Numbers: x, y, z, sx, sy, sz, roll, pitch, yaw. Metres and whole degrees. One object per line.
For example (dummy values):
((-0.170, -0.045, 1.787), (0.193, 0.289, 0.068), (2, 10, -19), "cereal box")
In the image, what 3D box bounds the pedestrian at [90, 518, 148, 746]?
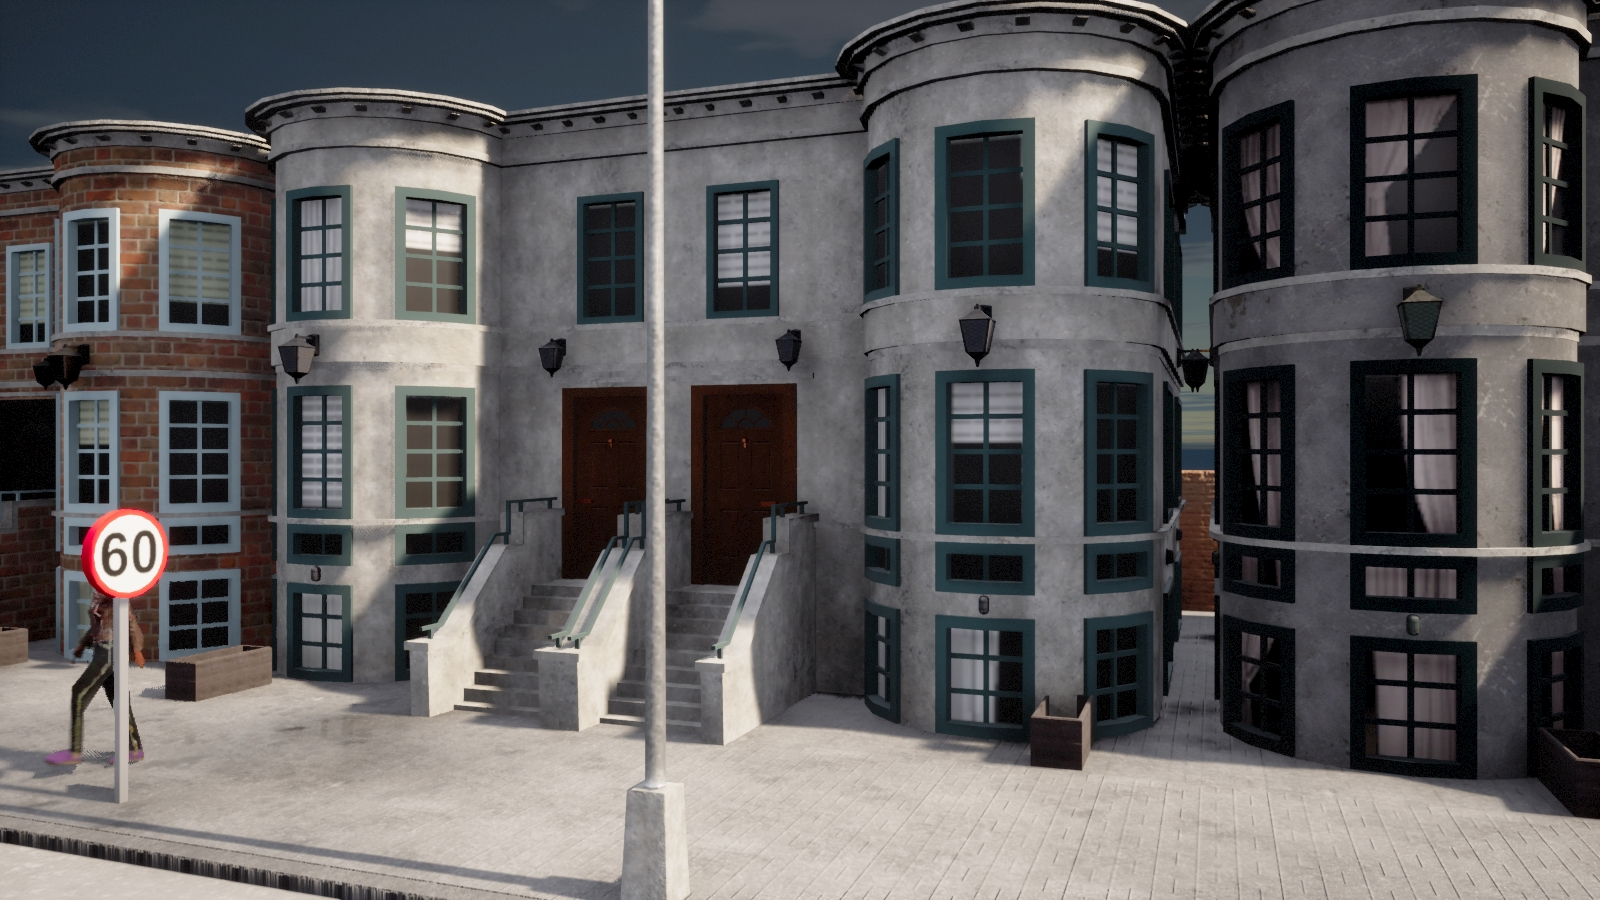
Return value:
((-5.803, 1.524, 9.733), (0.375, 1.860, 0.375), (0, 0, -38), "pedestrian")
